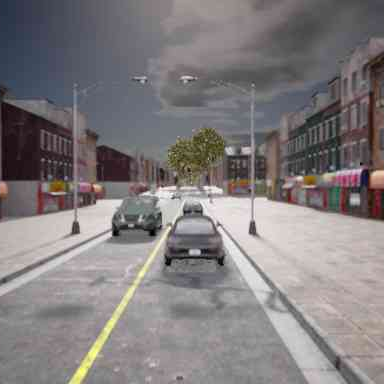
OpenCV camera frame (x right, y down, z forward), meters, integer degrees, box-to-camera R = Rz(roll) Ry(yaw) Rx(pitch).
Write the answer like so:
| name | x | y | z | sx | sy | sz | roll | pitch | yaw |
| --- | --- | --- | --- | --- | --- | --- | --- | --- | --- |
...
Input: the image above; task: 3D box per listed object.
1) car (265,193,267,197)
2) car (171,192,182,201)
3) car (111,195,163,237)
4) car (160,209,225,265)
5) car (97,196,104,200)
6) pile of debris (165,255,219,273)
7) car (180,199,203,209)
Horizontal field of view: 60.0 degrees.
| name | x | y | z | sx | sy | sz | roll | pitch | yaw |
| --- | --- | --- | --- | --- | --- | --- | --- | --- | --- |
| car | 17.183 | 0.527 | 68.161 | 4.313 | 1.339 | 1.947 | -1 | 2 | 0 |
| car | -2.767 | 0.755 | 60.153 | 2.033 | 1.411 | 5.357 | 0 | 1 | 0 |
| car | -2.856 | 1.214 | 18.378 | 2.150 | 2.045 | 5.566 | 0 | 0 | 0 |
| car | 0.085 | 1.520 | 11.601 | 1.812 | 1.442 | 4.674 | 0 | 0 | 0 |
| car | -20.400 | 1.065 | 68.016 | 4.507 | 1.381 | 1.887 | -1 | 2 | 0 |
| pile of debris | -0.003 | 2.171 | 10.126 | 1.500 | 0.140 | 1.860 | 0 | 0 | 0 |
| car | 0.090 | 1.535 | 32.268 | 1.895 | 1.301 | 4.718 | 0 | 1 | 0 |
